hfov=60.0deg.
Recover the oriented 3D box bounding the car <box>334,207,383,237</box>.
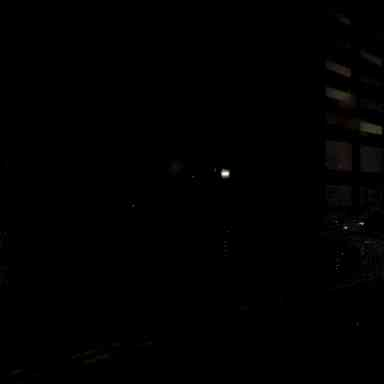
[{"bbox_3d":[9.938,1.595,18.755,4.674,1.442,1.812,0,0,-35],"label":"car"}]
